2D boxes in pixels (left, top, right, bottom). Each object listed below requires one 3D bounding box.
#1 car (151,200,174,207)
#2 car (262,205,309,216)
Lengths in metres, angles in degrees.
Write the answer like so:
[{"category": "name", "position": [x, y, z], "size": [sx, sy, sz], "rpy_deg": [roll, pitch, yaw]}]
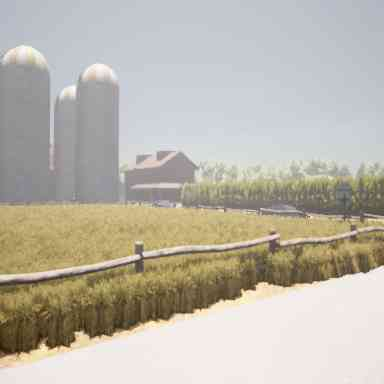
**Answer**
[{"category": "car", "position": [-3.855, 1.787, 44.355], "size": [1.812, 1.442, 4.674], "rpy_deg": [1, -1, -35]}, {"category": "car", "position": [7.834, 1.780, 27.958], "size": [1.994, 1.385, 4.181], "rpy_deg": [1, -1, -36]}]
